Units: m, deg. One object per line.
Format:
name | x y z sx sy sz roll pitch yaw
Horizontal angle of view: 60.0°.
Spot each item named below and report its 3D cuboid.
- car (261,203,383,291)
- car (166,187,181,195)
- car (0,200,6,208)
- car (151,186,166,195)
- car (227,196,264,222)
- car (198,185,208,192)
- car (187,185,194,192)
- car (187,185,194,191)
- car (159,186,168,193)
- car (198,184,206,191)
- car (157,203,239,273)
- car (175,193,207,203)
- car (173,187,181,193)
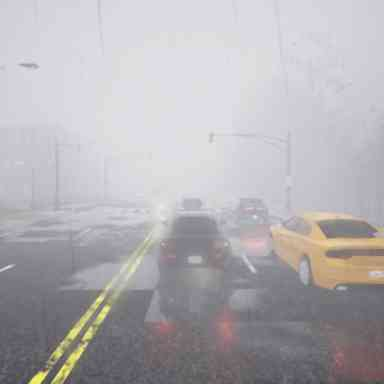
car | 3.314 1.254 8.460 1.882 1.535 5.008 0 2 0
car | -3.554 -0.185 65.319 1.812 1.442 4.674 0 2 0
car | -20.093 0.988 31.731 4.313 1.339 1.947 -1 3 0
car | -6.801 -0.230 65.234 1.882 1.535 5.008 0 2 0
car | 3.265 0.988 19.711 1.837 1.490 4.892 0 1 0
car | 2.886 -0.623 82.243 2.033 1.411 5.357 0 2 0
car | -0.366 -0.578 82.676 1.895 1.301 4.718 0 2 0
car | -0.409 -1.119 92.637 1.882 1.535 5.008 0 2 0
car | -6.855 -0.637 80.707 1.882 1.535 5.008 0 2 0
car | 2.841 -1.241 92.619 2.097 1.767 4.553 0 2 0
car | 0.060 1.272 9.629 1.812 1.442 4.674 0 1 0
car | -0.023 0.994 20.311 1.812 1.442 4.674 0 1 -2
car | -3.606 -0.592 80.785 1.812 1.442 4.674 0 2 0
